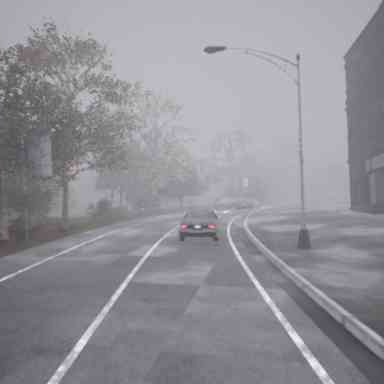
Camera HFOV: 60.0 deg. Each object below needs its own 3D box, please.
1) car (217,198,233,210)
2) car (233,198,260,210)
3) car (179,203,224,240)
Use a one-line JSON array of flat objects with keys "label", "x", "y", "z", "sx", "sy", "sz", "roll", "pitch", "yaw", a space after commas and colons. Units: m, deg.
[{"label": "car", "x": 4.406, "y": 1.525, "z": 42.873, "sx": 1.812, "sy": 1.442, "sz": 4.674, "roll": -3, "pitch": -1, "yaw": 28}, {"label": "car", "x": 6.833, "y": 1.419, "z": 40.061, "sx": 1.994, "sy": 1.385, "sz": 4.181, "roll": -3, "pitch": -1, "yaw": 25}, {"label": "car", "x": 0.447, "y": 1.540, "z": 16.846, "sx": 2.033, "sy": 1.411, "sz": 5.357, "roll": -1, "pitch": 0, "yaw": 5}]
